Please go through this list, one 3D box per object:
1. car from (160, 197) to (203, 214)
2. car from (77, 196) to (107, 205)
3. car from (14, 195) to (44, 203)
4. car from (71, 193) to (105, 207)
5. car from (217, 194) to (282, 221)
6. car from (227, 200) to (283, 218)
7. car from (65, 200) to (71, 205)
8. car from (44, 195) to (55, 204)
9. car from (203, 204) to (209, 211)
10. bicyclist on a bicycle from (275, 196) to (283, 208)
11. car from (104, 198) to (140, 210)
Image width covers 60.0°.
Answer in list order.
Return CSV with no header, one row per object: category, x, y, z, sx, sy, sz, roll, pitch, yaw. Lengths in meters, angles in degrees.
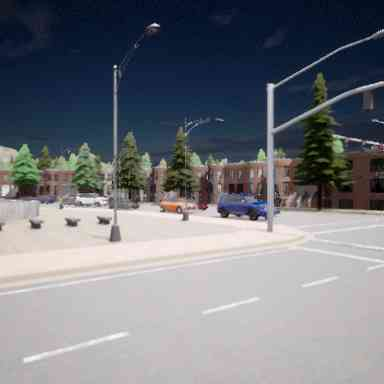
car,-1.408,1.348,35.423,2.097,1.767,4.553,0,0,-40
car,-17.566,1.502,58.552,4.892,1.490,1.837,0,0,18
car,-28.651,1.504,57.209,4.892,1.490,1.837,0,0,5
car,-14.988,1.221,50.160,5.566,2.045,2.150,0,0,23
car,4.460,1.217,27.769,2.150,2.045,5.566,0,0,-37
car,5.905,1.543,31.775,2.033,1.411,5.357,0,0,-36
car,-18.918,1.561,55.323,4.181,1.385,1.994,0,0,18
car,-27.383,1.351,60.501,4.553,1.767,2.097,0,0,7
car,-0.210,1.596,39.453,1.895,1.301,4.718,0,0,-43
bicyclist on a bicycle,11.315,1.296,43.051,1.656,1.620,0.582,0,0,-37
car,-8.621,1.561,42.304,4.181,1.385,1.994,0,0,35
